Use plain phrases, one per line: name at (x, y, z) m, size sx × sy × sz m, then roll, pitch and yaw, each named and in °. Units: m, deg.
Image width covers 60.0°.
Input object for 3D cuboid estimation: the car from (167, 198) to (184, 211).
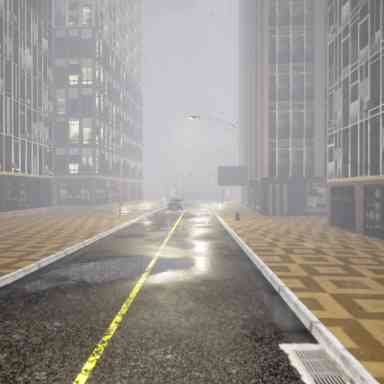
car at (-2.041, 1.548, 42.003) m, size 1.837 × 1.490 × 4.892 m, roll 0°, pitch 0°, yaw 3°
